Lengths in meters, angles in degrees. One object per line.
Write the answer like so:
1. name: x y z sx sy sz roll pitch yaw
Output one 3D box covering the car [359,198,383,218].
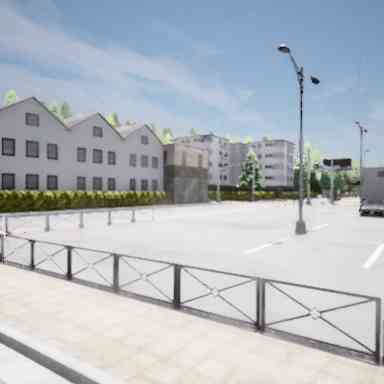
1. car: 14.978 1.273 27.129 2.007 1.523 4.514 1 0 35
